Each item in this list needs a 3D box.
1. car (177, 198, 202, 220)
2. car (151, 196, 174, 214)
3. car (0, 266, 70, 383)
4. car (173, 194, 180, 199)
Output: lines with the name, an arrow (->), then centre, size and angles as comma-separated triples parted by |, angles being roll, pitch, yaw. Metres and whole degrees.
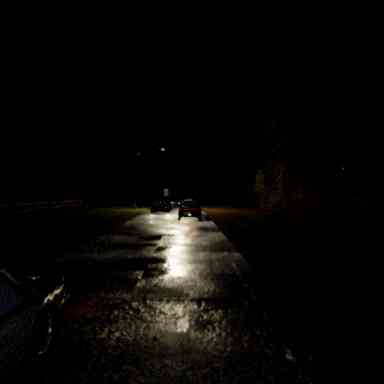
car -> -0.222, 1.490, 27.833 | 1.837, 1.490, 4.892 | 0, 0, -1
car -> -3.257, 1.461, 35.347 | 1.882, 1.535, 5.008 | 0, 0, -1
car -> -2.868, 1.543, 3.143 | 2.033, 1.411, 5.357 | 0, 0, -1
car -> -3.665, 1.166, 76.971 | 1.837, 1.490, 4.892 | 0, 0, -1
